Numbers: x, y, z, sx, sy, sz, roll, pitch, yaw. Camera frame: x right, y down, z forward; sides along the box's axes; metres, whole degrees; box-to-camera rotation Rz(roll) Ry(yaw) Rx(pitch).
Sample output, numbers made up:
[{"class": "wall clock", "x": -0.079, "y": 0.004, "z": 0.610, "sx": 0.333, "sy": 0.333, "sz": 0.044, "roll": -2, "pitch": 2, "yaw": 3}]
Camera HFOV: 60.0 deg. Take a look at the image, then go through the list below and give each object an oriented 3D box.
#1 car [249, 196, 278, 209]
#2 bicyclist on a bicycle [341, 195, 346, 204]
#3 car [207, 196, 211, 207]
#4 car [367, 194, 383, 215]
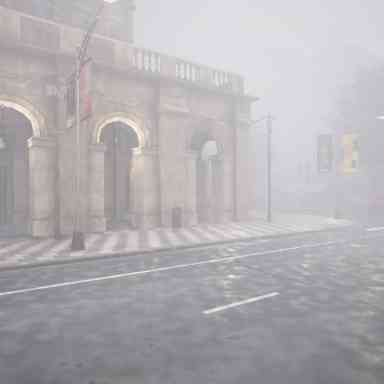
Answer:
[{"class": "car", "x": 9.582, "y": 1.351, "z": 45.723, "sx": 2.097, "sy": 1.767, "sz": 4.553, "roll": 0, "pitch": 0, "yaw": -36}, {"class": "bicyclist on a bicycle", "x": 25.798, "y": 1.300, "z": 56.543, "sx": 1.656, "sy": 1.620, "sz": 0.582, "roll": 0, "pitch": 0, "yaw": -36}, {"class": "car", "x": 1.169, "y": 1.595, "z": 46.040, "sx": 1.895, "sy": 1.301, "sz": 4.718, "roll": 0, "pitch": 0, "yaw": -36}, {"class": "car", "x": 19.971, "y": 1.224, "z": 32.001, "sx": 2.150, "sy": 2.045, "sz": 5.566, "roll": 0, "pitch": 0, "yaw": -43}]
